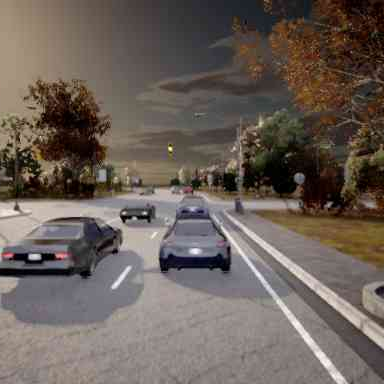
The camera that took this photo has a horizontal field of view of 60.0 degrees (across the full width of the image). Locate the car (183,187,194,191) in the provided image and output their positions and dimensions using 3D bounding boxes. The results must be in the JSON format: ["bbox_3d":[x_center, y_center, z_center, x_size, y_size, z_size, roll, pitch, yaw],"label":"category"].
[{"bbox_3d":[-0.738,-0.442,89.002,2.150,2.045,5.566,0,1,-4],"label":"car"}]

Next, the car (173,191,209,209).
[{"bbox_3d":[0.035,1.028,21.928,2.097,1.767,4.553,0,1,0],"label":"car"}]

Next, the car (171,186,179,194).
[{"bbox_3d":[-4.286,-0.129,89.687,1.994,1.385,4.181,0,1,-4],"label":"car"}]

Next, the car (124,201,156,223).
[{"bbox_3d":[-3.485,1.271,22.255,1.895,1.301,4.718,0,1,-1],"label":"car"}]

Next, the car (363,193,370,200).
[{"bbox_3d":[27.359,0.436,47.263,5.566,2.045,2.150,0,1,-3],"label":"car"}]

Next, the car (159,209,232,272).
[{"bbox_3d":[0.073,1.442,10.420,1.994,1.385,4.181,0,1,0],"label":"car"}]

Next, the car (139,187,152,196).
[{"bbox_3d":[-10.785,0.224,74.970,1.994,1.385,4.181,0,1,-1],"label":"car"}]

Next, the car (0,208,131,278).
[{"bbox_3d":[-3.433,1.434,9.814,2.033,1.411,5.357,0,1,1],"label":"car"}]

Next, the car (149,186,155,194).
[{"bbox_3d":[-11.345,-0.481,90.474,2.150,2.045,5.566,0,1,-3],"label":"car"}]
